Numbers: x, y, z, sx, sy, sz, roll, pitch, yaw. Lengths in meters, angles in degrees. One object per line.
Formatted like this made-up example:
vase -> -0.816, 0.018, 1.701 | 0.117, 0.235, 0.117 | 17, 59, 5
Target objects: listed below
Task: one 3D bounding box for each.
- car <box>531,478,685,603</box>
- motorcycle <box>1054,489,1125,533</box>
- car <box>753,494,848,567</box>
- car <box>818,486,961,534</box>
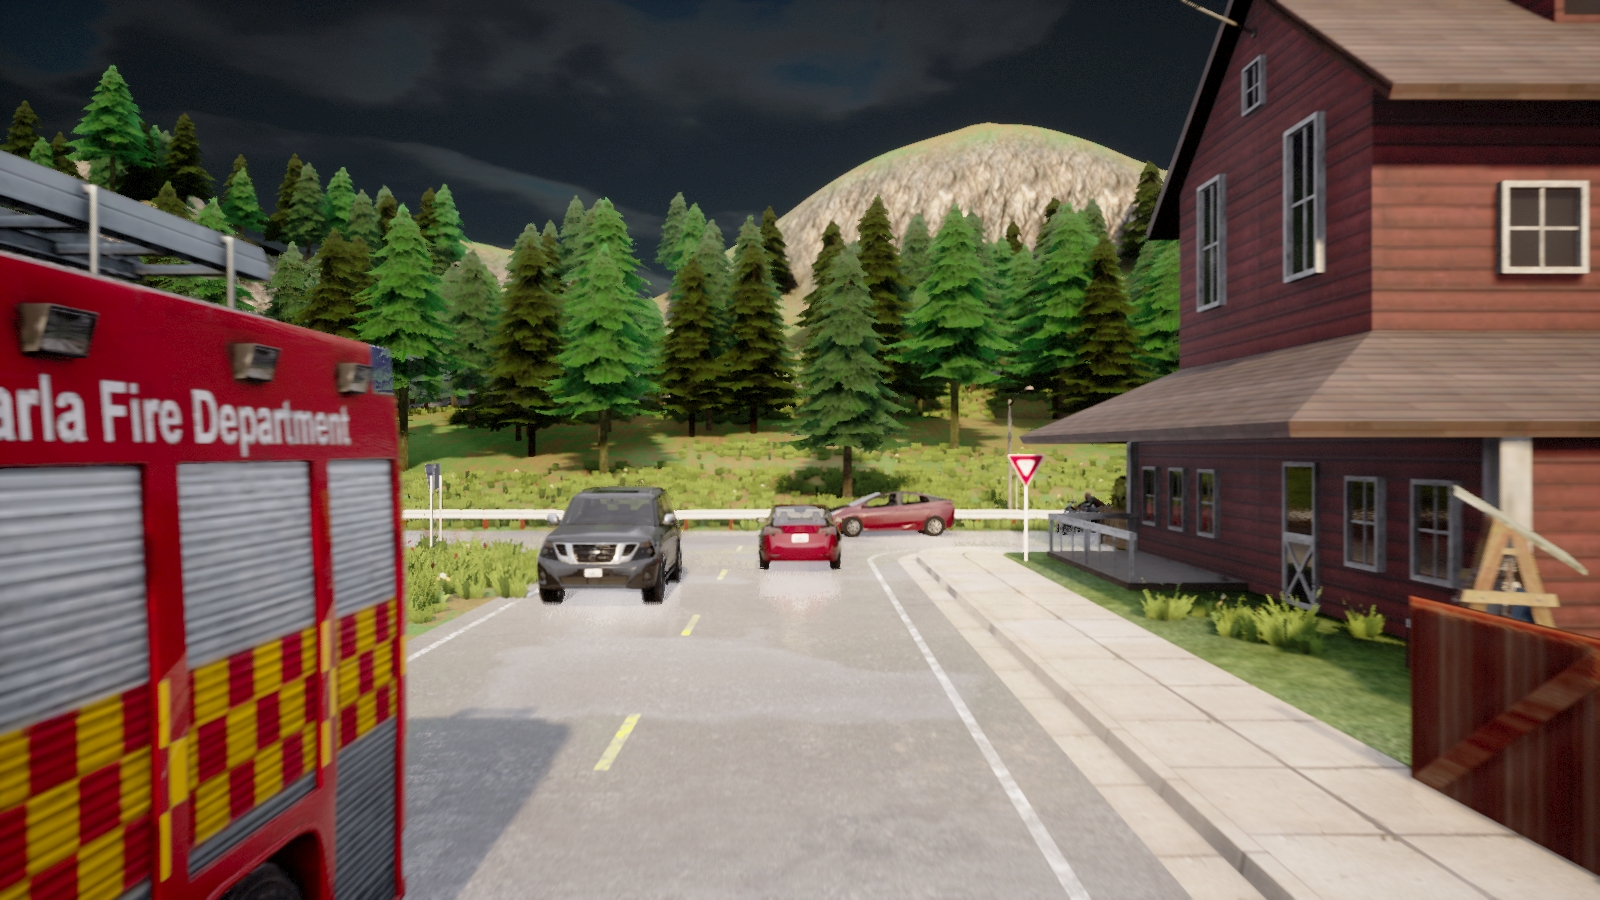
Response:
car -> -3.594, 1.641, 22.558 | 2.150, 2.045, 5.566 | 0, 0, 0
motorcycle -> 9.942, 2.101, 39.285 | 2.209, 1.460, 0.867 | 0, 0, 0
car -> 0.001, 1.923, 28.443 | 2.163, 1.488, 4.792 | 0, 0, 0
car -> 3.009, 2.019, 38.969 | 4.514, 1.525, 2.007 | 0, 0, -7
